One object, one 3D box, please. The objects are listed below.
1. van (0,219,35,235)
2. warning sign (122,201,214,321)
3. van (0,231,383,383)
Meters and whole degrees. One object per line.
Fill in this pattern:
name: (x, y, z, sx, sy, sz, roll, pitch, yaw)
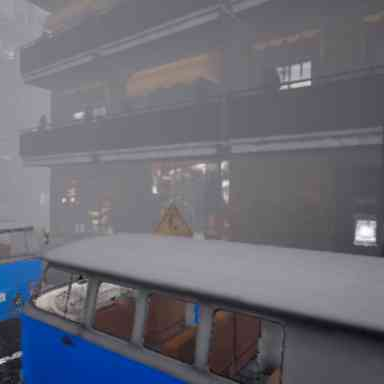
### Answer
van: (-4.370, 1.331, 5.947, 3.998, 1.788, 1.690, 0, 1, 35)
warning sign: (-0.399, 1.107, 6.080, 1.060, 1.860, 1.300, 1, 0, 35)
van: (0.204, 1.337, 2.711, 3.998, 1.788, 1.690, 0, 1, 35)
